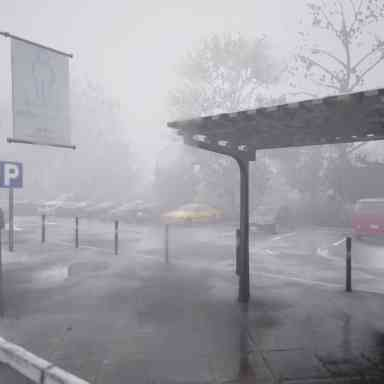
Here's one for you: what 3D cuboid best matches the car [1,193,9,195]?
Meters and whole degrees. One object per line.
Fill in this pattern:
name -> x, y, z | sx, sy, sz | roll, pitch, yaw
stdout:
car -> -24.745, 1.153, 40.370 | 2.435, 2.045, 5.566 | 0, 0, 36

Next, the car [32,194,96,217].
car -> -11.192, 1.212, 30.685 | 2.435, 2.045, 5.566 | 0, 0, 36

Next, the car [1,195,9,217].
car -> -17.845, 1.444, 35.701 | 1.946, 1.575, 5.366 | 0, 0, 36

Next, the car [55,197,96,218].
car -> -8.914, 1.466, 29.099 | 2.097, 1.535, 5.008 | 0, 0, 36

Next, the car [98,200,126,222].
car -> -4.396, 1.473, 25.872 | 2.231, 1.521, 4.892 | 0, 0, 36

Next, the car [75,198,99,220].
car -> -6.655, 1.469, 27.485 | 2.097, 1.535, 5.008 | 0, 0, 36

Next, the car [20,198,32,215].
car -> -13.436, 1.462, 32.317 | 2.231, 1.521, 4.892 | 0, 0, 36

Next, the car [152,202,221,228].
car -> 0.008, 1.475, 22.489 | 1.946, 1.575, 5.366 | 0, 0, 36

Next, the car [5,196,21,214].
car -> -15.696, 1.455, 33.932 | 2.097, 1.535, 5.008 | 0, 0, 36

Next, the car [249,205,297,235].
car -> 4.617, 1.514, 19.389 | 2.163, 1.488, 4.792 | 0, 0, 36

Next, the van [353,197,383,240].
van -> 9.218, 1.264, 16.281 | 1.878, 1.987, 4.442 | 0, 0, 36

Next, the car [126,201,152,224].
car -> -2.125, 1.505, 24.278 | 2.163, 1.488, 4.792 | 0, 0, 36
